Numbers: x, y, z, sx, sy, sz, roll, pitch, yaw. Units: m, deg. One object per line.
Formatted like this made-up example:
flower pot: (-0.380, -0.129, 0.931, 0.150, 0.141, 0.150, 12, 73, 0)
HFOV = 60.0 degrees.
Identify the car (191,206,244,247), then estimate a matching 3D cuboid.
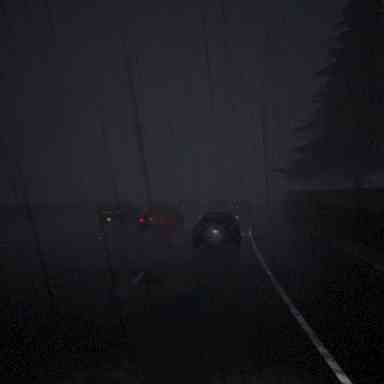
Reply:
car: (1.176, 1.568, 15.031, 1.994, 1.385, 4.181, 0, 0, 7)

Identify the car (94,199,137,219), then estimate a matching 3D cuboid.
car: (-6.807, 1.465, 30.224, 1.882, 1.535, 5.008, 0, 0, 12)

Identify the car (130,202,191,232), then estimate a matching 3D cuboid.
car: (-1.696, 1.545, 20.043, 2.033, 1.411, 5.357, 0, 0, 9)

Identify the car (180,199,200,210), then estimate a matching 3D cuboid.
car: (-0.372, 1.528, 40.571, 1.812, 1.442, 4.674, 0, 0, 17)

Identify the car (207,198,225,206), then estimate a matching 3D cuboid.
car: (3.258, 1.488, 40.429, 1.882, 1.535, 5.008, 0, 0, 18)

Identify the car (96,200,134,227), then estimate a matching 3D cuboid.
car: (-4.706, 1.483, 22.895, 2.128, 1.511, 4.902, 0, 0, 10)

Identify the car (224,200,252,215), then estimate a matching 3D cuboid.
car: (5.127, 1.561, 34.736, 2.033, 1.411, 5.357, 0, 0, 16)
